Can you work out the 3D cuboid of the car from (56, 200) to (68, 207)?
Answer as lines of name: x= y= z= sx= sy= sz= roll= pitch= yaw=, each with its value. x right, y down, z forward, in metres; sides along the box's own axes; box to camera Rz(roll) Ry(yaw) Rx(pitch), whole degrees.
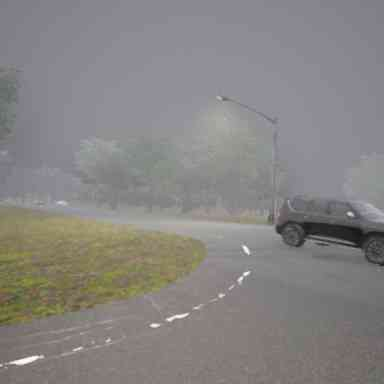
car: x=-28.957 y=2.625 z=74.100 sx=1.812 sy=1.442 sz=4.674 roll=5 pitch=-3 yaw=-35

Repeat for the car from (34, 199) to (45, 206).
car: x=-32.458 y=2.270 z=70.680 sx=1.837 sy=1.490 sz=4.892 roll=4 pitch=-3 yaw=-27

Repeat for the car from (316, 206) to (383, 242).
car: x=9.700 y=1.761 z=18.893 sx=2.097 sy=1.767 sz=4.553 roll=5 pitch=-3 yaw=-35

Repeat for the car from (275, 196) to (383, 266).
car: x=5.700 y=1.249 z=12.437 sx=2.150 sy=2.045 sz=5.566 roll=3 pitch=0 yaw=-35
